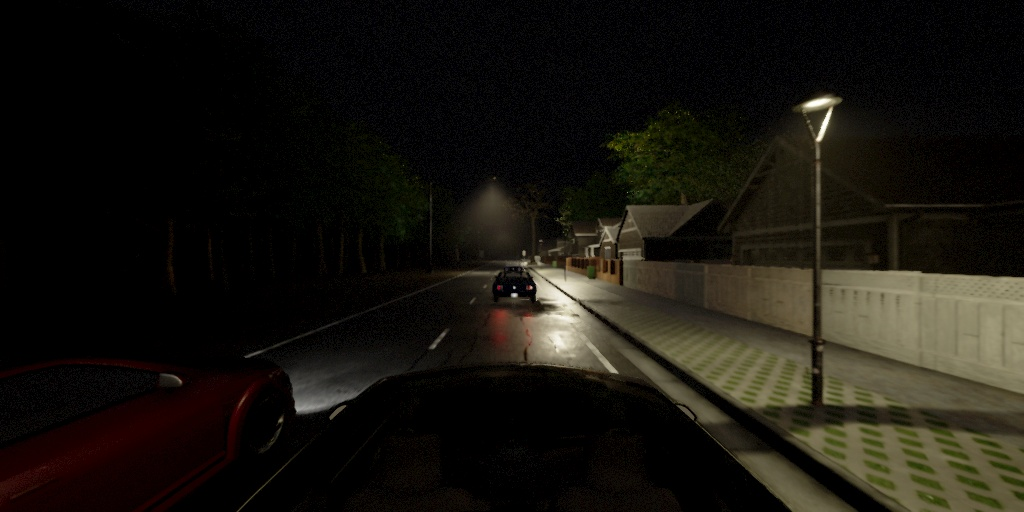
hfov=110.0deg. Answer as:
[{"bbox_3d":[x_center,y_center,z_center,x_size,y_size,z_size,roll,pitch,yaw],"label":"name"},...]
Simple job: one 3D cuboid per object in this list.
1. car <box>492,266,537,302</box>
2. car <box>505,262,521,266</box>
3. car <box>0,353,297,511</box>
[{"bbox_3d":[0.106,1.343,17.086,1.895,1.301,4.718,0,0,0],"label":"car"},{"bbox_3d":[0.113,1.317,37.171,1.895,1.301,4.718,0,0,0],"label":"car"},{"bbox_3d":[-3.399,1.314,2.297,1.994,1.385,4.181,0,0,0],"label":"car"}]
